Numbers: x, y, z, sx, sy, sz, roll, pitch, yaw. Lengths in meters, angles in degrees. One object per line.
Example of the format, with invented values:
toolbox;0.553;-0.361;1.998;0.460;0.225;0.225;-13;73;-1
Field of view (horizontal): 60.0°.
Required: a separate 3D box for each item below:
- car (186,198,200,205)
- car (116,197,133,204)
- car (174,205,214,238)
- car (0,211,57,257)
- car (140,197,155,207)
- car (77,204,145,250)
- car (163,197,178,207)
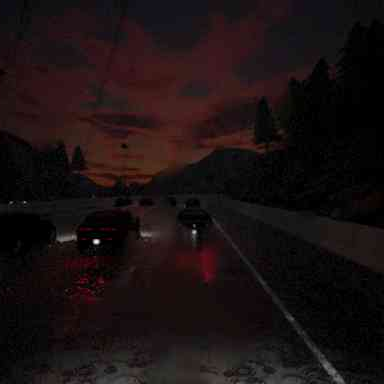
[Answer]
car;0.139;1.535;50.084;1.994;1.385;4.181;0;0;1
car;-10.350;1.461;51.126;2.128;1.511;4.902;0;0;1
car;0.098;1.590;17.745;1.895;1.301;4.718;0;0;0
car;-6.902;1.496;12.823;1.837;1.490;4.892;0;0;0
car;-6.850;1.475;51.240;1.837;1.490;4.892;0;0;1
car;-3.402;1.497;14.251;1.837;1.490;4.892;0;0;0
car;-3.346;1.475;51.534;1.837;1.490;4.892;0;0;1
